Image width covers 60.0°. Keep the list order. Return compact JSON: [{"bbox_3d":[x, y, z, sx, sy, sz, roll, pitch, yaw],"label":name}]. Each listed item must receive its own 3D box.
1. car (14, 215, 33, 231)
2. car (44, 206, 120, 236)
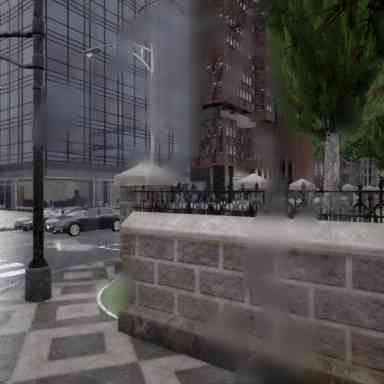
[{"bbox_3d":[-8.393,1.632,20.193,2.008,1.369,4.403,0,-1,36],"label":"car"},{"bbox_3d":[-5.955,1.589,19.019,1.837,1.490,4.892,0,0,36],"label":"car"}]
